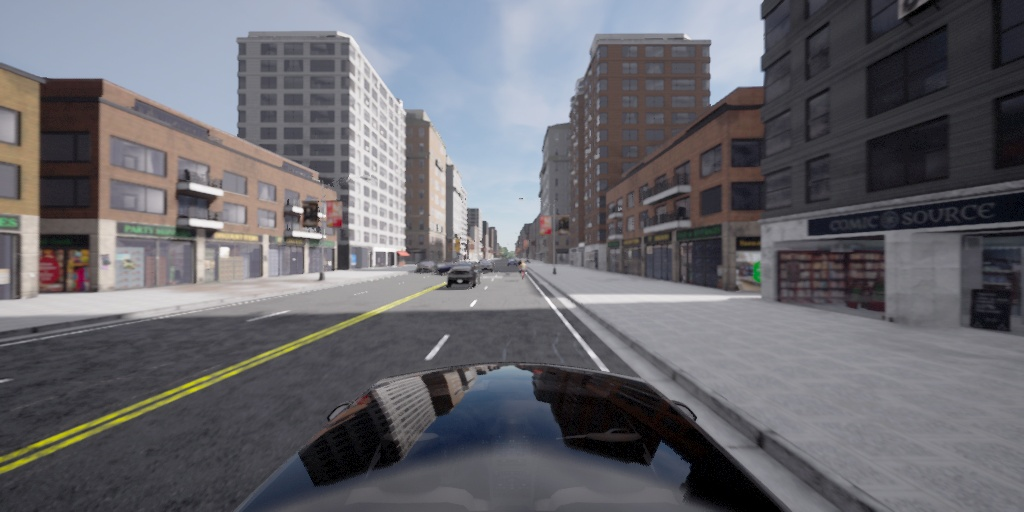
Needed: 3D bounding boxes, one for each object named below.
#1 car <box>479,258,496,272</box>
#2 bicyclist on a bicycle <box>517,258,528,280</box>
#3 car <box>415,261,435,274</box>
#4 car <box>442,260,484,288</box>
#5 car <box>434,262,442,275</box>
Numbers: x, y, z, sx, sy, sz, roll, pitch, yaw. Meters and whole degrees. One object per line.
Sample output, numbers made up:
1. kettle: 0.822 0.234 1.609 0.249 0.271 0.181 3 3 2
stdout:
1. car: -3.137 1.293 45.160 2.033 1.411 5.357 0 0 0
2. bicyclist on a bicycle: 0.884 1.183 28.958 0.866 1.612 1.509 0 0 0
3. car: -9.824 1.294 42.146 2.033 1.411 5.357 0 0 0
4. car: -3.143 1.252 24.049 1.837 1.490 4.892 0 0 0
5. car: -6.581 1.347 38.292 1.895 1.301 4.718 0 0 0
